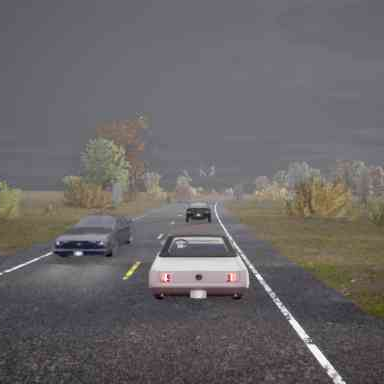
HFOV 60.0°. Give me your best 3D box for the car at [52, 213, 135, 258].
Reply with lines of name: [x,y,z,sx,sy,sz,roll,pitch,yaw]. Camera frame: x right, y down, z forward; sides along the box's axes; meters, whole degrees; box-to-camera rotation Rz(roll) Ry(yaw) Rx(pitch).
car: [-3.526,1.552,13.087,2.033,1.411,5.357,0,0,1]

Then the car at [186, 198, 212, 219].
car: [0.539,1.482,26.057,1.882,1.535,5.008,0,0,2]

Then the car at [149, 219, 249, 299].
car: [0.134,1.603,8.367,1.895,1.301,4.718,0,0,0]
